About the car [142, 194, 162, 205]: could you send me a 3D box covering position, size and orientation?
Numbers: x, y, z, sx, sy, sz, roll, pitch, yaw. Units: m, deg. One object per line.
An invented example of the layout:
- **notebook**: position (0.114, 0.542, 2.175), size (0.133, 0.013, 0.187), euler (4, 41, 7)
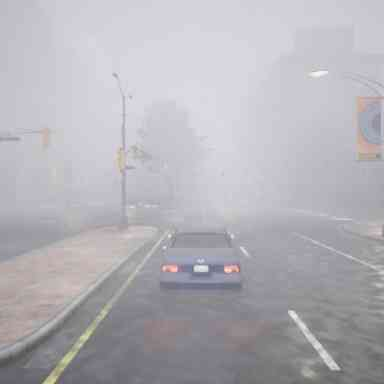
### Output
- **car**: position (-6.964, 1.567, 57.816), size (1.994, 1.385, 4.181), euler (0, 0, 1)

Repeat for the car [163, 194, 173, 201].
- **car**: position (-6.307, 1.358, 87.871), size (2.097, 1.767, 4.553), euler (0, 0, 1)

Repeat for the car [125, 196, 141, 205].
- **car**: position (-10.500, 1.603, 57.037), size (1.895, 1.301, 4.718), euler (0, 0, 2)

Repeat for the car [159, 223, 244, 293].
- **car**: position (0.238, 1.548, 9.007), size (2.033, 1.411, 5.357), euler (0, 0, 1)

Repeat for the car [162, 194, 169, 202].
- **car**: position (-6.600, 1.543, 72.757), size (2.033, 1.411, 5.357), euler (0, 0, 1)

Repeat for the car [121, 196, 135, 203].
- **car**: position (-13.406, 1.598, 69.912), size (1.895, 1.301, 4.718), euler (0, 0, 1)

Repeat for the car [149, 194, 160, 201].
- **car**: position (-9.814, 1.358, 87.544), size (2.097, 1.767, 4.553), euler (0, 0, 1)
